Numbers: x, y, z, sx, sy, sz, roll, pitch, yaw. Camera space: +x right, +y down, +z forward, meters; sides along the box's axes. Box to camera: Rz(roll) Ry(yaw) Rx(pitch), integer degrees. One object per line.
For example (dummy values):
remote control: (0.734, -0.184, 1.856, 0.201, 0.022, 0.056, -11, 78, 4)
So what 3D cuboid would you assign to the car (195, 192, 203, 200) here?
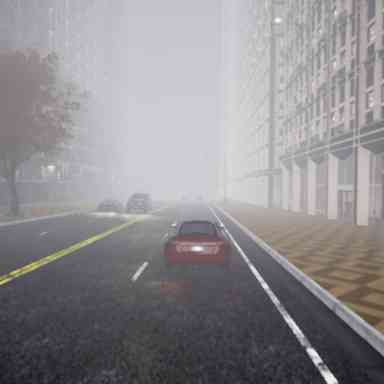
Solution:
car: (1.871, 1.036, 89.587, 2.150, 2.045, 5.566, 0, 0, 1)

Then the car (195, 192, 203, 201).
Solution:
car: (1.646, 1.386, 79.139, 1.882, 1.535, 5.008, 0, 0, 1)

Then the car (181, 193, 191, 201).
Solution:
car: (-1.604, 1.421, 79.209, 2.033, 1.411, 5.357, 0, 0, 1)

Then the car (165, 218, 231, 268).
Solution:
car: (0.201, 1.560, 11.316, 1.994, 1.385, 4.181, 0, 0, 1)

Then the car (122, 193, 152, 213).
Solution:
car: (-5.752, 1.140, 36.844, 2.150, 2.045, 5.566, 0, 0, 1)

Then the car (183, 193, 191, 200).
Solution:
car: (-1.381, 1.139, 89.597, 2.097, 1.767, 4.553, 0, 0, 1)

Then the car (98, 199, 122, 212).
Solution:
car: (-9.003, 1.455, 36.944, 1.994, 1.385, 4.181, 0, 0, 1)
